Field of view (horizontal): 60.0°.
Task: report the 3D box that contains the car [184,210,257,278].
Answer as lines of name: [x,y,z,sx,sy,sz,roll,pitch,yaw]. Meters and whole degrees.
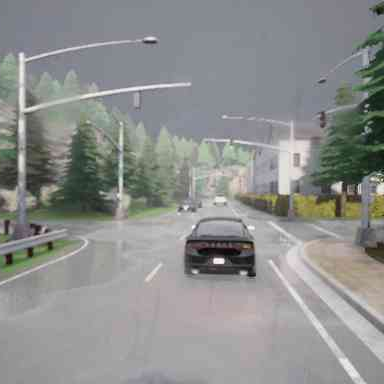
car: [0.936,1.494,10.353,1.882,1.535,5.008,0,0,7]

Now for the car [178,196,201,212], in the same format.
car: [-0.470,1.539,38.546,2.128,1.511,4.902,0,0,5]

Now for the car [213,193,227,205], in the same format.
car: [5.095,1.311,60.352,2.150,2.045,5.566,0,-1,3]
